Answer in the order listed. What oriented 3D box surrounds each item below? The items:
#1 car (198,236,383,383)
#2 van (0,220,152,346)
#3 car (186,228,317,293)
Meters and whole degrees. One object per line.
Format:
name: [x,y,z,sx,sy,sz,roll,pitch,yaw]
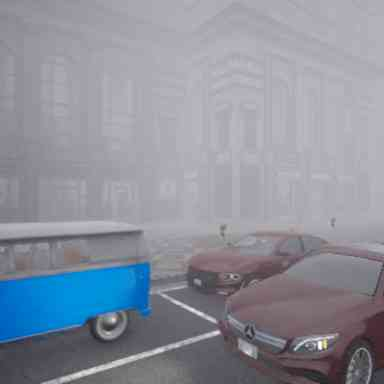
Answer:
car: [2.546,1.575,5.187,4.674,1.442,1.812,1,0,-35]
van: [-2.547,1.347,4.853,3.998,1.788,1.690,1,-1,-36]
car: [1.949,1.605,8.061,4.507,1.381,1.887,1,-1,-36]
